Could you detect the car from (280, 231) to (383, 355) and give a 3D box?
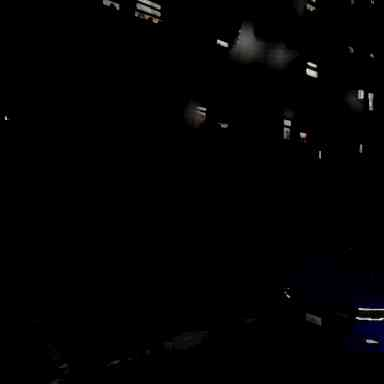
[{"bbox_3d":[3.704,1.477,6.031,5.008,1.535,1.882,0,0,-36],"label":"car"}]
